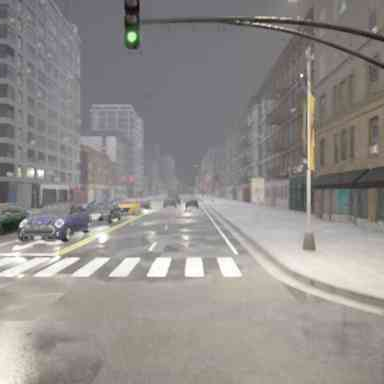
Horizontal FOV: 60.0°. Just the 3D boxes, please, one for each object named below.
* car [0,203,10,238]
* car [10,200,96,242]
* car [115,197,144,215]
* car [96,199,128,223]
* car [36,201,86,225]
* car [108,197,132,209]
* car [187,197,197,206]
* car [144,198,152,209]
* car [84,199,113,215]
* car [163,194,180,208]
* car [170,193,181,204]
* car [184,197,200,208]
[{"bbox_3d":[-9.839,1.371,16.451,2.097,1.767,4.553,0,0,0],"label":"car"},{"bbox_3d":[-6.590,1.367,16.450,2.097,1.767,4.553,0,0,0],"label":"car"},{"bbox_3d":[-6.580,1.496,34.793,1.882,1.535,5.008,0,0,0],"label":"car"},{"bbox_3d":[-6.583,1.509,25.289,2.128,1.511,4.902,0,0,0],"label":"car"},{"bbox_3d":[-9.837,1.526,25.424,1.837,1.490,4.892,0,0,0],"label":"car"},{"bbox_3d":[-9.810,1.514,45.667,2.128,1.511,4.902,0,0,0],"label":"car"},{"bbox_3d":[0.001,1.536,57.352,1.812,1.442,4.674,0,0,0],"label":"car"},{"bbox_3d":[-6.565,1.544,44.645,1.812,1.442,4.674,0,0,1],"label":"car"},{"bbox_3d":[-9.832,1.548,35.369,1.812,1.442,4.674,0,0,0],"label":"car"},{"bbox_3d":[-3.151,1.521,48.268,1.837,1.490,4.892,0,0,0],"label":"car"},{"bbox_3d":[-3.162,1.235,58.760,2.150,2.045,5.566,0,0,0],"label":"car"},{"bbox_3d":[0.001,1.516,46.932,1.837,1.490,4.892,0,0,0],"label":"car"}]
